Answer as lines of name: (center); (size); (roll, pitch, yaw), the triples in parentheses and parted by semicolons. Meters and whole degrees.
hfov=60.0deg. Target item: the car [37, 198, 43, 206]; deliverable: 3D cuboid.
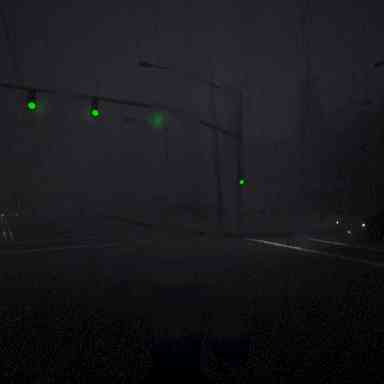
car: (-25.727, 1.526, 53.296); (1.812, 1.442, 4.674); (0, 0, 6)

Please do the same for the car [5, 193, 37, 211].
car: (-21.928, 1.218, 41.915); (2.150, 2.045, 5.566); (0, 0, -8)

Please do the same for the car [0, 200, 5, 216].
car: (-17.948, 1.478, 29.062); (1.882, 1.535, 5.008); (0, 0, -24)

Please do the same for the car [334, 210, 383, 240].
car: (9.474, 1.601, 16.821); (4.718, 1.301, 1.895); (0, 0, -26)
